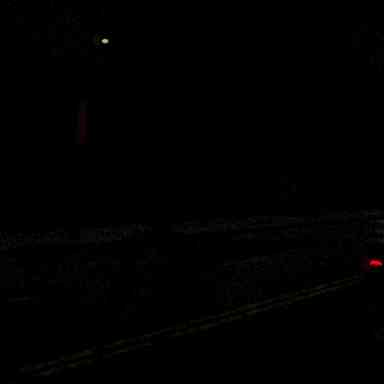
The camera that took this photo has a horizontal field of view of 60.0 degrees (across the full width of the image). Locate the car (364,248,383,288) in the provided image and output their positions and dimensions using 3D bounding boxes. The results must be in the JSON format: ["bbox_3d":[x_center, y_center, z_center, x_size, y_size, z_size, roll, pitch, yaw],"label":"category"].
[{"bbox_3d":[6.232,1.546,7.924,5.357,1.411,2.033,0,0,-35],"label":"car"}]
